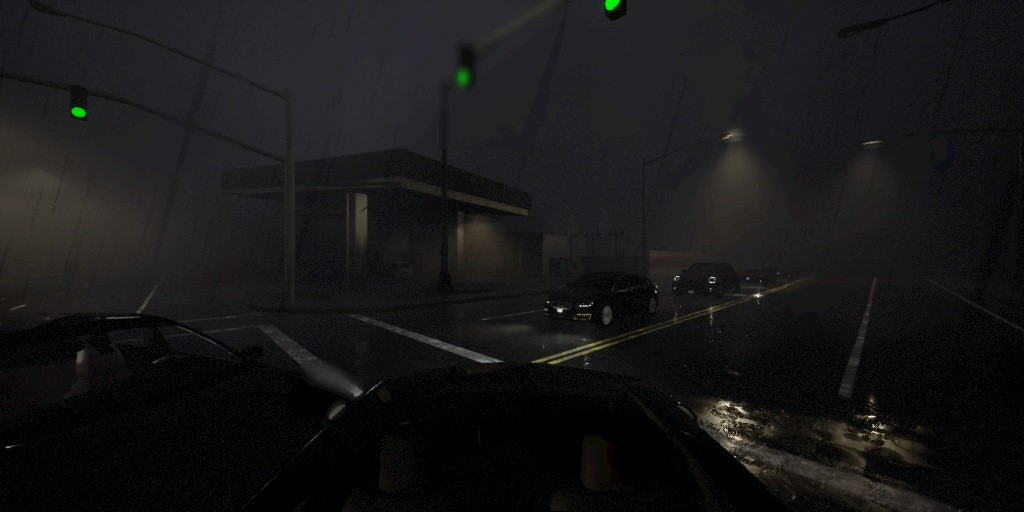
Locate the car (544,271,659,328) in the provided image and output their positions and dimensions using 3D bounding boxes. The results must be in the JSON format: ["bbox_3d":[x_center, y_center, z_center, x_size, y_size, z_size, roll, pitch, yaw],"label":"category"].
[{"bbox_3d":[3.053,1.255,11.601,4.892,1.490,1.837,0,0,-44],"label":"car"}]

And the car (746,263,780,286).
[{"bbox_3d":[17.023,1.314,25.150,1.994,1.385,4.181,0,0,45],"label":"car"}]

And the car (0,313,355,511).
[{"bbox_3d":[-3.383,1.242,2.678,4.902,1.511,2.128,0,0,16],"label":"car"}]

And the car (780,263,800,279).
[{"bbox_3d":[24.261,1.314,32.096,4.181,1.385,1.994,0,0,-44],"label":"car"}]

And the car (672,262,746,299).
[{"bbox_3d":[9.994,1.102,18.344,4.553,1.767,2.097,0,0,-44],"label":"car"}]
